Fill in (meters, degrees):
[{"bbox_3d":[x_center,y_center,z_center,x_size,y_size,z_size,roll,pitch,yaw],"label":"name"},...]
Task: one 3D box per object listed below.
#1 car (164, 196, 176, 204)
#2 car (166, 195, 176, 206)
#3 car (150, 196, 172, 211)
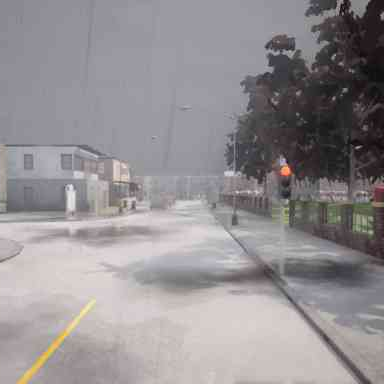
[{"bbox_3d":[-4.053,1.526,62.283,1.812,1.442,4.674,0,0,1],"label":"car"},{"bbox_3d":[-4.083,1.352,52.067,2.097,1.767,4.553,0,0,0],"label":"car"},{"bbox_3d":[-4.092,1.547,41.965,2.033,1.411,5.357,0,0,0],"label":"car"}]
